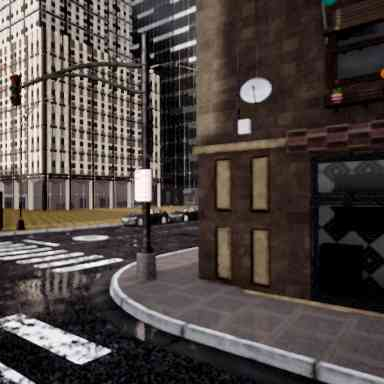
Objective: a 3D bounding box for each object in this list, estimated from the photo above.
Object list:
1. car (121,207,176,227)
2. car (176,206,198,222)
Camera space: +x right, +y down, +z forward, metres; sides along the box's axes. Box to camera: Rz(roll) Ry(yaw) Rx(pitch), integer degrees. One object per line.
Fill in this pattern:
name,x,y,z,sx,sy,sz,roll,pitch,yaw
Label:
car,-3.613,1.903,25.971,2.008,1.369,4.403,-2,-2,35
car,-0.413,1.984,30.530,2.008,1.369,4.403,-2,-2,35
